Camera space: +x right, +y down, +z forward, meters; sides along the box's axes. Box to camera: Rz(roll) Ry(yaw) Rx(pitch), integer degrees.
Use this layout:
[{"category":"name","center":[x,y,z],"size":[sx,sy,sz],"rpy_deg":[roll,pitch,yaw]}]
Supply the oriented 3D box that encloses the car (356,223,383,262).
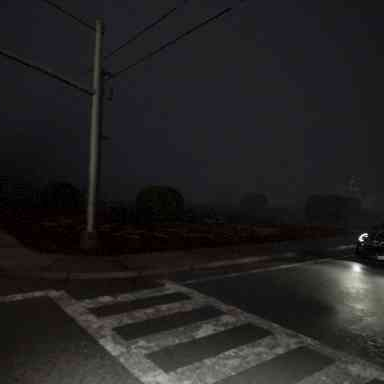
[{"category":"car","center":[8.296,1.773,12.851],"size":[4.553,1.767,2.097],"rpy_deg":[3,0,-38]}]
